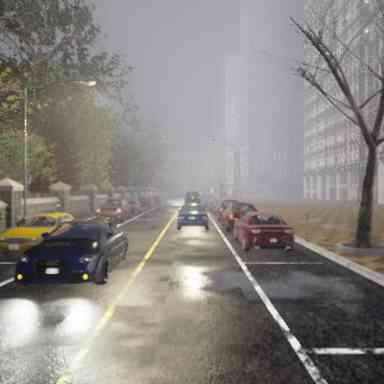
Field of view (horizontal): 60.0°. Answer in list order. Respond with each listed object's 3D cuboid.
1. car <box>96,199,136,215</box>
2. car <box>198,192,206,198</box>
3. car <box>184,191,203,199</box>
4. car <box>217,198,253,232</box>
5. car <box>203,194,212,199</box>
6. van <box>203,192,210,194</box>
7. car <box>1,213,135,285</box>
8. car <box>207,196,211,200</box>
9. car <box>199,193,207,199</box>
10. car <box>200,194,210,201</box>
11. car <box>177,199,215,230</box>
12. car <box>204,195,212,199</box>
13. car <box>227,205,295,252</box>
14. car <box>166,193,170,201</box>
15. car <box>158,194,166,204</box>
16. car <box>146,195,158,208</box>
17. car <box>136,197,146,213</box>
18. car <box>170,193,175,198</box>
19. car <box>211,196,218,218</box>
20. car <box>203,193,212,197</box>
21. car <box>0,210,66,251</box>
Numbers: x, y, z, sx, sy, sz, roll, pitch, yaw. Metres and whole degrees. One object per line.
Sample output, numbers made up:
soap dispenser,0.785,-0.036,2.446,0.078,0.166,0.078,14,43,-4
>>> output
car,-5.689,1.261,24.472,1.967,1.590,4.097,0,0,0
car,2.685,0.832,92.059,1.967,1.590,4.097,0,0,0
car,0.099,0.891,46.222,2.150,2.045,5.566,0,0,0
car,2.691,1.300,18.841,1.967,1.590,4.097,0,0,0
car,2.689,1.285,41.370,1.802,1.307,4.206,0,0,0
van,2.688,0.934,58.266,1.690,1.788,3.998,0,0,0
car,-3.000,1.495,9.130,1.994,1.385,4.181,0,0,0
car,2.689,1.332,30.106,2.008,1.369,4.403,0,0,0
car,2.686,1.040,80.795,1.802,1.307,4.206,0,0,0
car,2.687,1.106,69.530,1.802,1.307,4.206,0,0,0
car,0.069,1.400,20.013,2.033,1.411,5.357,0,0,0
car,2.689,1.292,35.738,2.008,1.369,4.403,0,0,0
car,2.691,1.445,13.210,1.887,1.381,4.507,0,0,0
car,-5.693,1.085,63.728,1.752,1.417,4.829,0,0,0
car,-5.692,1.174,52.633,1.887,1.381,4.507,0,0,0
car,-5.691,1.248,41.369,1.887,1.381,4.507,0,0,0
car,-5.691,1.326,30.105,1.887,1.381,4.507,0,0,0
car,-5.695,0.959,92.059,1.947,1.339,4.313,0,0,0
car,2.691,1.260,24.473,1.967,1.590,4.097,0,0,0
car,2.689,1.247,47.002,1.802,1.307,4.206,0,0,0
car,-5.689,1.428,13.039,1.752,1.417,4.829,0,0,0
